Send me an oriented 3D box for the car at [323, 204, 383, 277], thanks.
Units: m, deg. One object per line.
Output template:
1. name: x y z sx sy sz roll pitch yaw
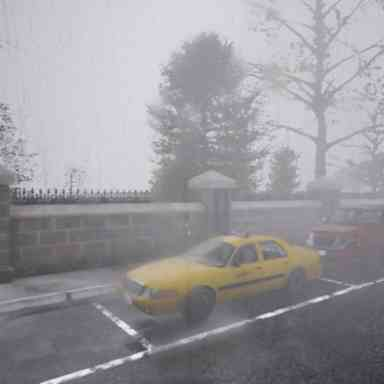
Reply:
1. car: 5.573 1.341 10.533 5.009 1.841 2.192 0 0 -36

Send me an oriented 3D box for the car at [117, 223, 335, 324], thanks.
1. car: 0.852 1.536 7.164 4.829 1.417 1.752 0 0 -36
